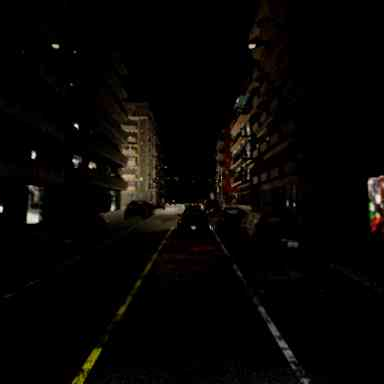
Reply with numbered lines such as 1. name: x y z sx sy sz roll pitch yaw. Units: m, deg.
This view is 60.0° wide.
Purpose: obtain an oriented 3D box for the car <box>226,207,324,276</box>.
1. car: 2.549 1.442 10.791 2.192 1.841 5.009 1 -1 0

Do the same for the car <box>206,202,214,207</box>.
1. car: 2.531 1.989 32.912 1.802 1.307 4.206 1 -1 0

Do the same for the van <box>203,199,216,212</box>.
1. van: 2.526 1.979 49.508 1.690 1.788 3.998 1 -1 0

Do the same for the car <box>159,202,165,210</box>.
1. car: -5.329 2.302 55.086 1.802 1.307 4.206 1 -1 0

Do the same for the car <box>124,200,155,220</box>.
1. car: -5.310 1.724 32.966 2.192 1.841 5.009 1 -1 0

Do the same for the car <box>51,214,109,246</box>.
1. car: -5.306 1.762 16.375 1.947 1.339 4.313 1 -1 0

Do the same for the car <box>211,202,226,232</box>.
1. car: 2.540 1.704 21.852 1.967 1.590 4.097 1 -1 0

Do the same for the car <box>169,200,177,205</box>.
1. car: -5.349 2.845 93.162 1.947 1.339 4.313 1 -1 0

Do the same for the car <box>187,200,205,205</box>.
1. car: 0.081 1.972 38.340 2.128 1.511 4.902 0 -1 0

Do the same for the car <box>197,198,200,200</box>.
1. car: 2.535 2.594 93.216 2.192 1.841 5.009 1 -1 0

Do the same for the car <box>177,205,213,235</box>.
1. car: 0.076 1.769 20.270 1.812 1.442 4.674 0 -1 0

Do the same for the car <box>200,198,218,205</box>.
1. car: 2.530 1.874 43.978 2.192 1.841 5.009 1 -1 0

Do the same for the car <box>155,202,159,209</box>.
1. car: -5.319 2.028 38.494 1.887 1.381 4.507 1 -1 0
